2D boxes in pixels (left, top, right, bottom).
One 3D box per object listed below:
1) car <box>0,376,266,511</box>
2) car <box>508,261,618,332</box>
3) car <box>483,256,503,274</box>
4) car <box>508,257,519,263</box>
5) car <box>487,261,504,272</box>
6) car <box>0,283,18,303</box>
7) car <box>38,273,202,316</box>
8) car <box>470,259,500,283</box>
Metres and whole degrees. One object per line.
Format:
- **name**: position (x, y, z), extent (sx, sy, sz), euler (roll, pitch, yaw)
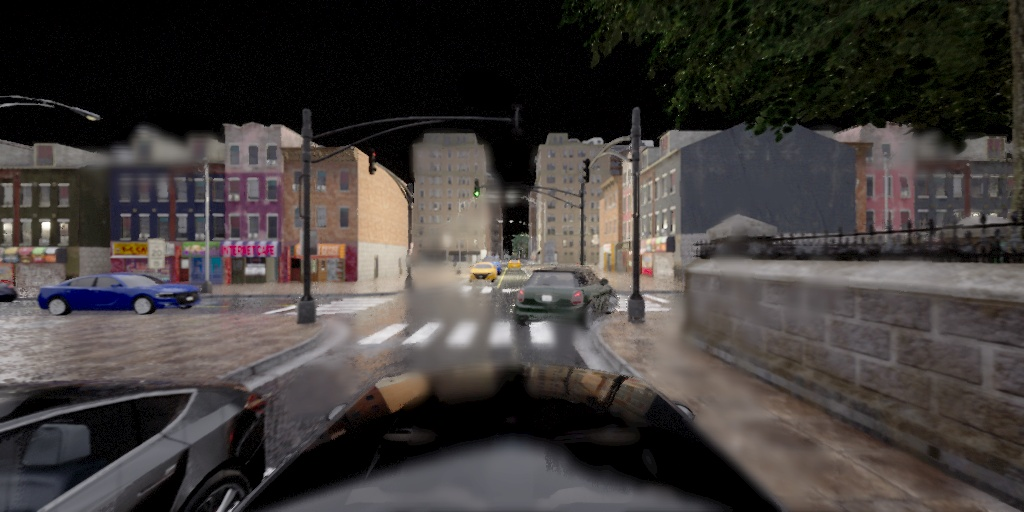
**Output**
- **car**: position (-2.638, 1.314, 0.890), extent (1.948, 1.339, 4.313), euler (0, 0, 0)
- **car**: position (1.846, 1.111, 11.299), extent (2.097, 1.767, 4.553), euler (0, 0, 26)
- **car**: position (-2.286, 1.040, 39.346), extent (2.150, 2.045, 5.566), euler (0, 0, 0)
- **car**: position (0.396, 1.325, 55.852), extent (1.882, 1.535, 5.008), euler (0, 0, 0)
- **car**: position (-2.271, 1.385, 50.040), extent (2.033, 1.411, 5.357), euler (0, 0, 0)
- **car**: position (-26.126, 1.637, 16.689), extent (4.181, 1.385, 1.994), euler (-1, 0, 0)
- **car**: position (-14.885, 1.399, 13.792), extent (5.008, 1.535, 1.882), euler (-1, 0, 0)
- **car**: position (-2.269, 1.277, 29.158), extent (1.882, 1.535, 5.008), euler (0, 0, 1)
